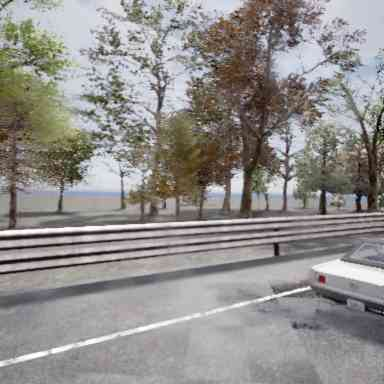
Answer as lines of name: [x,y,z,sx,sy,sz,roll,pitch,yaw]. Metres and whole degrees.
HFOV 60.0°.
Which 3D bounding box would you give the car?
car: [4.631,1.661,6.924,4.718,1.301,1.895,1,0,-34]
